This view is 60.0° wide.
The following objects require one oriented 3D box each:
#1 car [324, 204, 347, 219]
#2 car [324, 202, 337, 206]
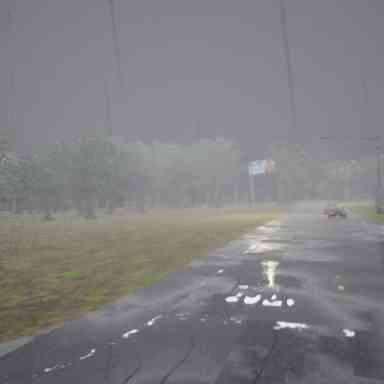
[{"bbox_3d":[16.715,2.380,38.503,1.895,1.301,4.718,-2,-2,20],"label":"car"},{"bbox_3d":[20.403,2.300,48.512,2.097,1.767,4.553,-2,-2,20],"label":"car"}]
